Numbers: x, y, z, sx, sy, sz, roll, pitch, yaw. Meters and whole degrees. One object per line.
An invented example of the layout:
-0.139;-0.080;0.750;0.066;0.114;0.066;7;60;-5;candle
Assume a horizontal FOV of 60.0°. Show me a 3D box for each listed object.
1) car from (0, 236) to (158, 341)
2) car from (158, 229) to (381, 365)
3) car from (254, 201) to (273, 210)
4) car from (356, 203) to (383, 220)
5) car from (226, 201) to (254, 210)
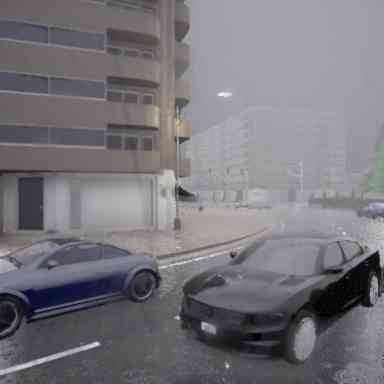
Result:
-2.674;1.633;6.677;4.181;1.385;1.994;0;-1;-41;car
1.938;1.520;6.184;1.882;1.535;5.008;0;0;44;car
9.696;1.984;47.900;1.895;1.301;4.718;0;0;-19;car
16.216;1.679;29.508;1.812;1.442;4.674;0;0;5;car
6.376;1.652;46.788;1.895;1.301;4.718;0;0;-19;car
